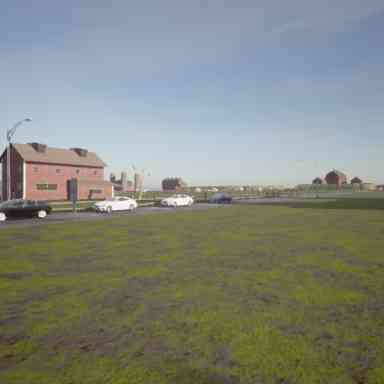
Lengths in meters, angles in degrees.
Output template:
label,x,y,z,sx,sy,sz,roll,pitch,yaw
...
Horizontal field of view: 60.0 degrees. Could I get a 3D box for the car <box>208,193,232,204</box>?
label,x,y,z,sx,sy,sz,roll,pitch,yaw
car,4.179,0.874,48.144,1.812,1.442,4.674,1,1,36

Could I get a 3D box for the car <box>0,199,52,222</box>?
label,x,y,z,sx,sy,sz,roll,pitch,yaw
car,-12.906,1.286,24.608,1.837,1.490,4.892,1,1,36

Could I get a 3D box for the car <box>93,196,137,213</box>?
label,x,y,z,sx,sy,sz,roll,pitch,yaw
car,-7.384,1.169,32.230,1.812,1.442,4.674,1,1,36

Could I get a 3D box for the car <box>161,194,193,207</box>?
label,x,y,z,sx,sy,sz,roll,pitch,yaw
car,-1.733,1.026,40.035,1.812,1.442,4.674,1,1,36
